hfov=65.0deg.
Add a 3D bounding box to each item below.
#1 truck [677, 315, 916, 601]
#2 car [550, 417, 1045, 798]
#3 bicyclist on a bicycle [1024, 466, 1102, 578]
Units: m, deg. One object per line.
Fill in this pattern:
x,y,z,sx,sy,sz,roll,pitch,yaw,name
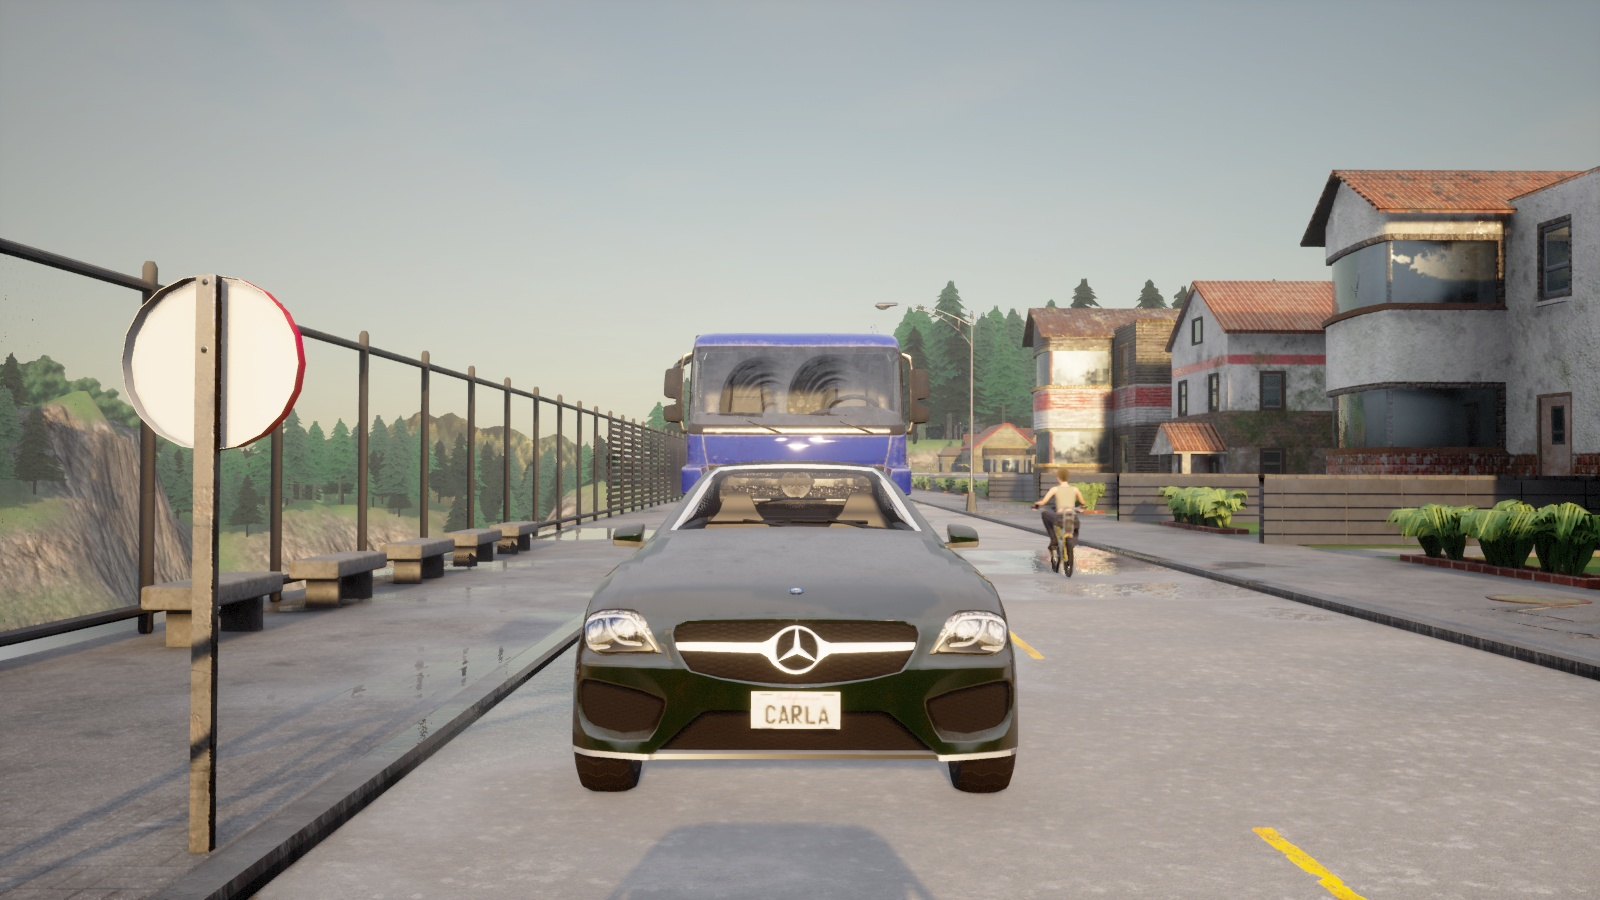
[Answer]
-0.052,0.155,19.219,2.891,3.462,7.936,0,-1,0,truck
-0.021,0.727,7.996,2.152,1.651,5.027,0,-1,0,car
3.948,1.053,18.968,0.866,1.612,1.509,0,-1,0,bicyclist on a bicycle
